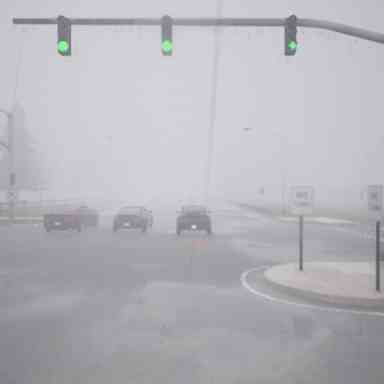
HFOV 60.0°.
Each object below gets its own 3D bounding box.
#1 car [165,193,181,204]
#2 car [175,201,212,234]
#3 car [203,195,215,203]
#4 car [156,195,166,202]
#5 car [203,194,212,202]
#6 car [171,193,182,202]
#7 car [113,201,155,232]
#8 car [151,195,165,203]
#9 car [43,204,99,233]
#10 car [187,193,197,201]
[{"bbox_3d":[-3.507,1.184,65.284,2.150,2.045,5.566,0,0,0],"label":"car"},{"bbox_3d":[0.098,1.494,19.203,1.837,1.490,4.892,0,0,0],"label":"car"},{"bbox_3d":[3.493,1.525,65.671,1.994,1.385,4.181,0,0,0],"label":"car"},{"bbox_3d":[-7.008,1.364,75.673,1.837,1.490,4.892,0,0,0],"label":"car"},{"bbox_3d":[3.492,1.343,75.674,1.882,1.535,5.008,0,0,0],"label":"car"},{"bbox_3d":[-3.508,1.220,75.643,2.097,1.767,4.553,0,0,0],"label":"car"},{"bbox_3d":[-3.416,1.514,19.683,1.812,1.442,4.674,0,0,0],"label":"car"},{"bbox_3d":[-7.007,1.509,65.254,2.033,1.411,5.357,0,0,0],"label":"car"},{"bbox_3d":[-6.902,1.466,19.528,1.882,1.535,5.008,0,0,0],"label":"car"},{"bbox_3d":[-0.007,1.439,65.254,1.882,1.535,5.008,0,0,0],"label":"car"}]
